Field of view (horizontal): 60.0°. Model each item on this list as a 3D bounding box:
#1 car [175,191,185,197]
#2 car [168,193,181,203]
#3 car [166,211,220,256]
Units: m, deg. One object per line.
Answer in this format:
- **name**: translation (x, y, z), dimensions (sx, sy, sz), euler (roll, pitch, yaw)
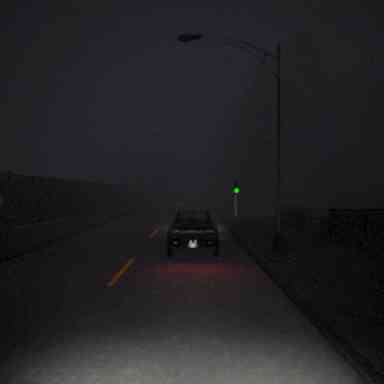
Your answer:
- **car**: translation (-3.430, 0.786, 86.344), dimensions (2.150, 2.045, 5.566), euler (0, 0, 19)
- **car**: translation (-3.981, 1.434, 70.982), dimensions (1.882, 1.535, 5.008), euler (0, 0, 0)
- **car**: translation (0.048, 1.484, 13.028), dimensions (2.128, 1.511, 4.902), euler (0, 0, 1)
